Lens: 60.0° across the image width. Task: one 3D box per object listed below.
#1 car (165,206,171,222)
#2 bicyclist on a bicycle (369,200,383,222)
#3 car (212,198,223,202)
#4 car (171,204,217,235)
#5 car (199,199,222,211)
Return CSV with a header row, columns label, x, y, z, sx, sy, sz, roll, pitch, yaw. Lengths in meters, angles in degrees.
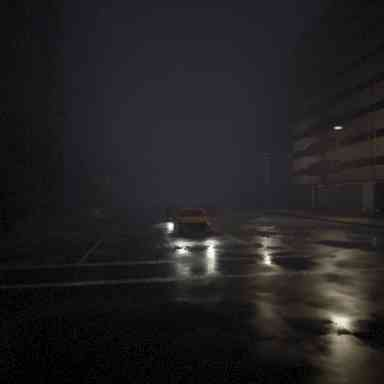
label,x,y,z,sx,sy,sz,roll,pitch,yaw
car,-1.437,1.951,30.742,1.994,1.385,4.181,-1,-1,-8
bicyclist on a bicycle,14.015,1.440,24.920,1.656,1.620,0.582,-1,-1,-8
car,3.017,2.085,49.943,2.033,1.411,5.357,-1,-1,-8
car,-0.029,1.742,20.868,1.882,1.535,5.008,-1,-1,-8
car,1.415,1.907,36.765,2.128,1.511,4.902,-1,-1,-8
